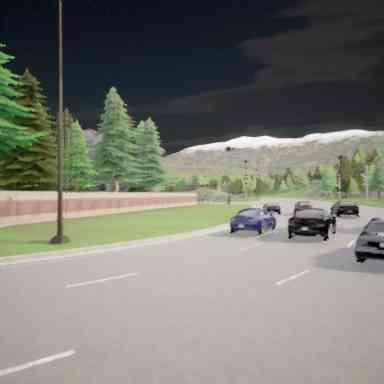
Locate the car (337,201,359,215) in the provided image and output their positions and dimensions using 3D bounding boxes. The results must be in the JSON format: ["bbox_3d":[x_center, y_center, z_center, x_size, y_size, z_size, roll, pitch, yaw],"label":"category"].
[{"bbox_3d":[15.107,1.637,32.957,1.882,1.535,5.008,0,-1,14],"label":"car"}]

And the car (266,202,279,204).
[{"bbox_3d":[9.366,1.840,38.911,1.895,1.301,4.718,0,0,13],"label":"car"}]

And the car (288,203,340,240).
[{"bbox_3d":[6.474,1.575,17.698,1.882,1.535,5.008,0,0,29],"label":"car"}]

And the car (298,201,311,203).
[{"bbox_3d":[12.459,1.732,36.919,1.812,1.442,4.674,0,0,13],"label":"car"}]

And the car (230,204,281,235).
[{"bbox_3d":[3.696,1.656,19.787,1.812,1.442,4.674,0,0,28],"label":"car"}]

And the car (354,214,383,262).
[{"bbox_3d":[7.027,1.596,11.710,2.033,1.411,5.357,-1,0,35],"label":"car"}]
